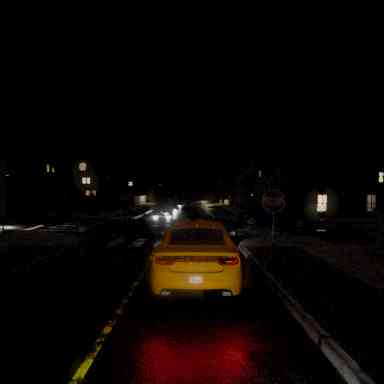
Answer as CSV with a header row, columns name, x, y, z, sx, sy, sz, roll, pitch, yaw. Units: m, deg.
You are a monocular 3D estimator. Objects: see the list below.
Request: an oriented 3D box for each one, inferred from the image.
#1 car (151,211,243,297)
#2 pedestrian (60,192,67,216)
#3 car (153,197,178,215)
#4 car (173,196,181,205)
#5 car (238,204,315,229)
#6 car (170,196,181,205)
name,x,y,z,sx,sy,sz,roll,pitch,yaw
car,0.148,1.475,8.634,1.882,1.535,5.008,0,0,2
pedestrian,-9.695,0.862,25.144,0.375,1.860,0.375,0,0,1
car,-2.873,1.539,34.430,2.033,1.411,5.357,0,0,0
car,-2.866,1.479,44.724,2.128,1.511,4.902,0,0,0
car,5.634,1.573,22.379,5.008,1.535,1.882,2,2,8
car,-2.867,1.503,58.330,1.812,1.442,4.674,0,1,-1
